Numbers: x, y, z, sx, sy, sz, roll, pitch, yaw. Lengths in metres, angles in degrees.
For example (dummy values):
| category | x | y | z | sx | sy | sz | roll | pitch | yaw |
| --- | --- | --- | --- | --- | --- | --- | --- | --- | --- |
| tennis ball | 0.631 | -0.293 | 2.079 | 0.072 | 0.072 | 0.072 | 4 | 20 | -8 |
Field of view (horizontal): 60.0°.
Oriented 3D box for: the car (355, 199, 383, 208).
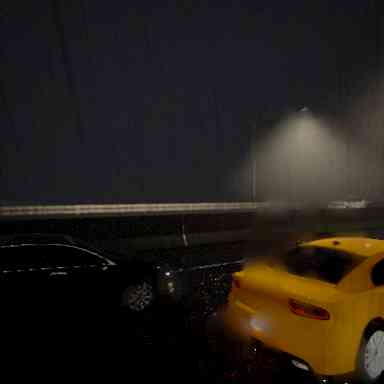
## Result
| category | x | y | z | sx | sy | sz | roll | pitch | yaw |
| --- | --- | --- | --- | --- | --- | --- | --- | --- | --- |
| car | 21.453 | 1.835 | 38.600 | 4.892 | 1.490 | 1.837 | 0 | 0 | -32 |

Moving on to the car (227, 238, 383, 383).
| category | x | y | z | sx | sy | sz | roll | pitch | yaw |
| --- | --- | --- | --- | --- | --- | --- | --- | --- | --- |
| car | 2.879 | 1.521 | 5.518 | 5.008 | 1.535 | 1.882 | 0 | 0 | -33 |

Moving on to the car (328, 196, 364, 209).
| category | x | y | z | sx | sy | sz | roll | pitch | yaw |
| --- | --- | --- | --- | --- | --- | --- | --- | --- | --- |
| car | 19.352 | 1.565 | 41.417 | 5.566 | 2.045 | 2.150 | 0 | 0 | -32 |

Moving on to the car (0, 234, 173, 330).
| category | x | y | z | sx | sy | sz | roll | pitch | yaw |
| --- | --- | --- | --- | --- | --- | --- | --- | --- | --- |
| car | -2.667 | 1.533 | 6.042 | 4.892 | 1.490 | 1.837 | 1 | -1 | -34 |
